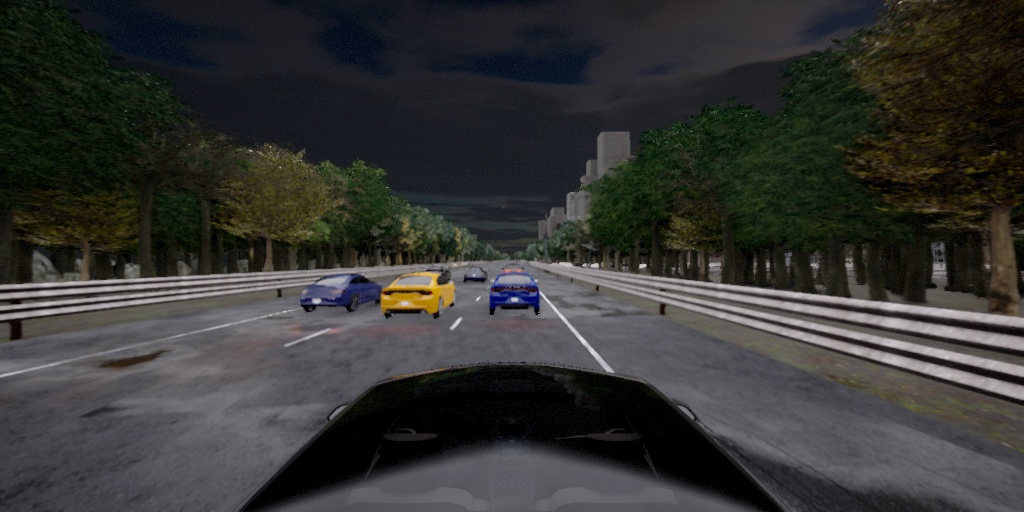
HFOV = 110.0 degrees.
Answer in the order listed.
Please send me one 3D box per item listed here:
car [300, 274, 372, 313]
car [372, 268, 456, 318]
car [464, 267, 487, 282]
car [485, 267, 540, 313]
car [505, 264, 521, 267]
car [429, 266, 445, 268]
[{"bbox_3d":[-6.900,1.450,14.974,1.812,1.442,4.674,0,-1,0],"label":"car"},{"bbox_3d":[-3.400,1.387,13.854,1.882,1.535,5.008,0,-1,0],"label":"car"},{"bbox_3d":[-3.399,1.728,34.093,1.994,1.385,4.181,0,-1,0],"label":"car"},{"bbox_3d":[0.099,1.401,14.925,1.882,1.535,5.008,0,-1,0],"label":"car"},{"bbox_3d":[0.101,1.507,33.309,2.097,1.767,4.553,0,-1,0],"label":"car"},{"bbox_3d":[-6.898,1.650,33.534,2.128,1.511,4.902,0,-1,0],"label":"car"}]
